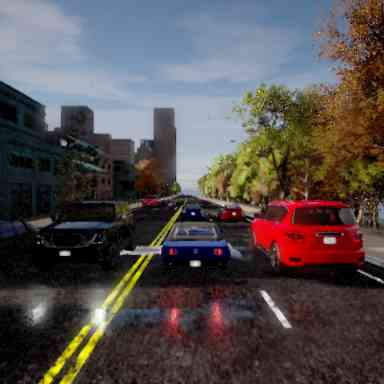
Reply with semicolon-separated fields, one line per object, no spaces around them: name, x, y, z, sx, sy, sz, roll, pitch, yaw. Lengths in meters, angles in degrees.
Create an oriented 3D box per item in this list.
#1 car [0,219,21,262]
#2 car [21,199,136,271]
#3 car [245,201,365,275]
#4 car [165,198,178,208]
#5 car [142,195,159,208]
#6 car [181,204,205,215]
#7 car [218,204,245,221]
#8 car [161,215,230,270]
car;-6.605;1.606;10.887;2.033;1.411;5.357;0;0;0
car;-3.355;1.284;11.542;2.150;2.045;5.566;0;0;0
car;3.346;1.280;10.751;2.150;2.045;5.566;0;0;0
car;-3.321;1.777;53.732;2.128;1.511;4.902;0;0;0
car;-6.572;1.503;53.241;2.150;2.045;5.566;0;0;0
car;0.092;1.716;28.463;1.994;1.385;4.181;0;0;0
car;3.342;1.716;28.406;1.994;1.385;4.181;0;0;0
car;0.097;1.661;11.220;1.895;1.301;4.718;0;0;0
